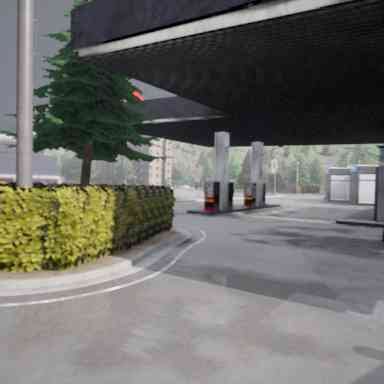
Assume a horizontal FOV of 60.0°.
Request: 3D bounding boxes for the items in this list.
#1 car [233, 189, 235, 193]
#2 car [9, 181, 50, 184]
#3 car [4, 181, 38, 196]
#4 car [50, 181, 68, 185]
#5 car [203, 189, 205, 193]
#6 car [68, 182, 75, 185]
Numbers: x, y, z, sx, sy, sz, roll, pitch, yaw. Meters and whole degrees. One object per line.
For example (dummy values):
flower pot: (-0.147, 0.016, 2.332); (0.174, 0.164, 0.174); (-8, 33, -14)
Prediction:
car: (6.478, -0.322, 68.244); (4.514, 1.523, 2.007); (2, 2, 35)
car: (-17.341, -0.184, 35.214); (3.866, 1.878, 1.905); (2, 2, 35)
car: (-21.887, -0.471, 42.422); (4.605, 1.855, 1.932); (2, 2, 35)
car: (-26.945, -1.262, 65.441); (3.866, 1.878, 1.905); (2, 2, 35)
car: (4.718, -0.297, 65.647); (5.027, 1.636, 2.152); (2, 2, 35)
car: (-25.612, -1.285, 68.055); (4.605, 1.855, 1.932); (2, 2, 35)
